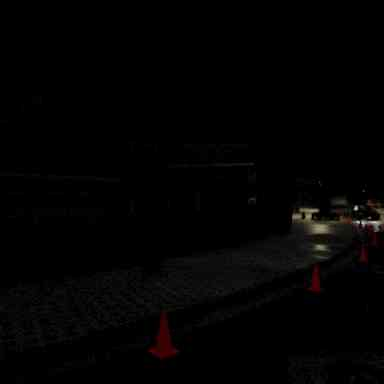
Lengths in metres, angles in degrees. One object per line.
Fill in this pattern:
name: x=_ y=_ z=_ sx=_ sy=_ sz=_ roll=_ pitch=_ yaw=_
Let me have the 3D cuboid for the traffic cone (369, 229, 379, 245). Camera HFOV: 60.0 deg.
traffic cone: x=8.594 y=2.177 z=15.638 sx=0.340 sy=0.580 sz=0.340 roll=0 pitch=-1 yaw=30

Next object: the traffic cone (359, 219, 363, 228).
traffic cone: x=12.315 y=2.295 z=24.318 sx=0.340 sy=0.580 sz=0.340 roll=0 pitch=-1 yaw=17

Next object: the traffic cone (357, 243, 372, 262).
traffic cone: x=6.020 y=2.121 z=11.691 sx=0.340 sy=0.580 sz=0.340 roll=0 pitch=-1 yaw=36

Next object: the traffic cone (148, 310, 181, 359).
traffic cone: x=-0.398 y=2.016 z=4.814 sx=0.340 sy=0.580 sz=0.340 roll=1 pitch=-1 yaw=-40

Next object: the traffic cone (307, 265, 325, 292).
traffic cone: x=3.010 y=2.067 z=8.067 sx=0.340 sy=0.580 sz=0.340 roll=0 pitch=-1 yaw=43

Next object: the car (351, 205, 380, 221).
car: x=17.135 y=2.009 z=33.086 sx=2.033 sy=1.411 sz=5.357 roll=0 pitch=-1 yaw=17

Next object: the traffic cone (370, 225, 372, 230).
traffic cone: x=10.697 y=2.235 z=19.854 sx=0.340 sy=0.580 sz=0.340 roll=0 pitch=-1 yaw=23

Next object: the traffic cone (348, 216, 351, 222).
traffic cone: x=13.811 y=2.358 z=29.088 sx=0.340 sy=0.580 sz=0.340 roll=0 pitch=-1 yaw=17
